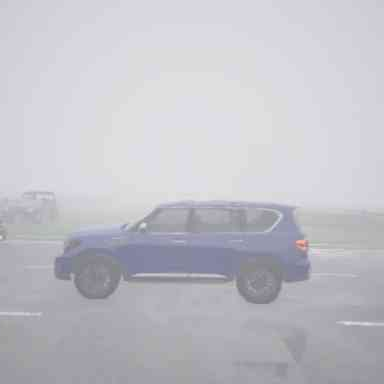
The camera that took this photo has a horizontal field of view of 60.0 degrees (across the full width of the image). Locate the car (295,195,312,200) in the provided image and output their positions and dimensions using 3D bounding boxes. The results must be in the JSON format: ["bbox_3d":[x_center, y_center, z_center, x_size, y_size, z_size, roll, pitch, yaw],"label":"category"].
[{"bbox_3d":[21.204,1.531,65.132,4.605,1.855,1.932,2,0,0],"label":"car"}]

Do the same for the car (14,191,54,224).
[{"bbox_3d":[-9.549,0.888,20.069,1.905,1.878,3.866,2,0,0],"label":"car"}]

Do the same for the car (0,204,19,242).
[{"bbox_3d":[-8.891,1.231,11.246,4.892,1.490,1.837,2,0,0],"label":"car"}]

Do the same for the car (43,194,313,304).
[{"bbox_3d":[-0.151,1.193,7.702,5.566,2.045,2.150,1,0,0],"label":"car"}]
